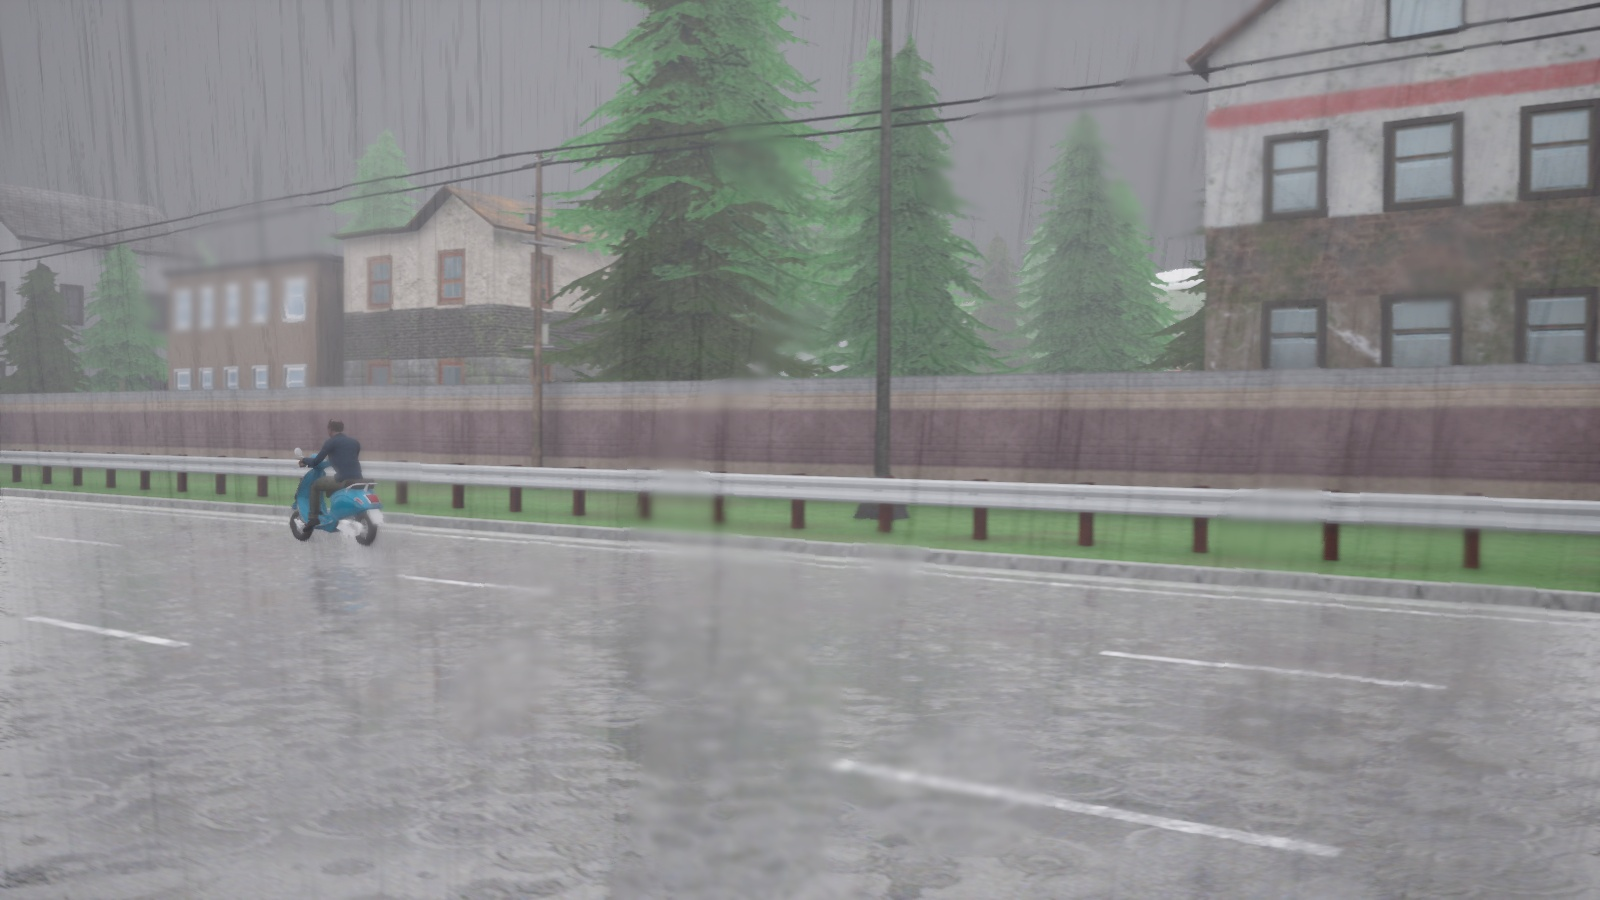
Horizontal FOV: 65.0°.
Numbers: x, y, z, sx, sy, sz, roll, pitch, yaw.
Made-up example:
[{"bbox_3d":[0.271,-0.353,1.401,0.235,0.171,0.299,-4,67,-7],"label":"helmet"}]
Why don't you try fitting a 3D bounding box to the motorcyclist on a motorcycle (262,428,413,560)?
[{"bbox_3d":[-5.875,0.521,15.929,1.817,1.590,0.866,0,1,34],"label":"motorcyclist on a motorcycle"}]
